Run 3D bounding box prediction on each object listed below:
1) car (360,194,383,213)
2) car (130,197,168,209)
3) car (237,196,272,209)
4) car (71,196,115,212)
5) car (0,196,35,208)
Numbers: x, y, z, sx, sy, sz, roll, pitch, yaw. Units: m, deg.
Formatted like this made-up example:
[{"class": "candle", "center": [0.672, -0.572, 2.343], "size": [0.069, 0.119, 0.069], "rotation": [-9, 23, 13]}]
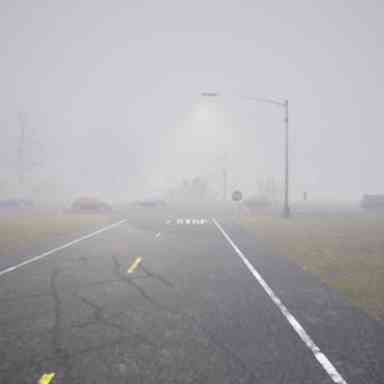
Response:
[{"class": "car", "center": [22.029, 1.281, 37.742], "size": [5.566, 2.045, 2.150], "rotation": [0, 0, -2]}, {"class": "car", "center": [-5.640, 1.448, 43.997], "size": [4.902, 1.511, 2.128], "rotation": [0, 0, -1]}, {"class": "car", "center": [8.180, 1.316, 44.346], "size": [4.553, 1.767, 2.097], "rotation": [0, 0, -2]}, {"class": "car", "center": [-10.875, 1.292, 36.855], "size": [4.553, 1.767, 2.097], "rotation": [0, 0, -2]}, {"class": "car", "center": [-23.234, 1.342, 43.491], "size": [5.008, 1.535, 1.882], "rotation": [0, 0, -2]}]
